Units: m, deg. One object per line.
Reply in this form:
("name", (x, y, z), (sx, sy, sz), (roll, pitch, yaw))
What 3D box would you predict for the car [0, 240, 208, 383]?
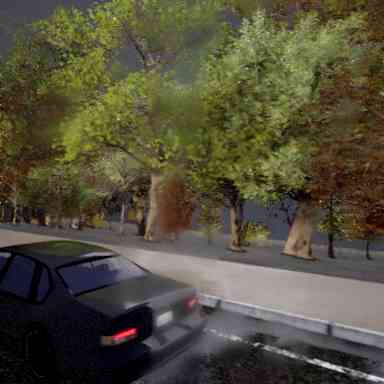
("car", (-2.366, 1.526, 5.370), (5.357, 1.411, 2.033), (0, 0, 35))
